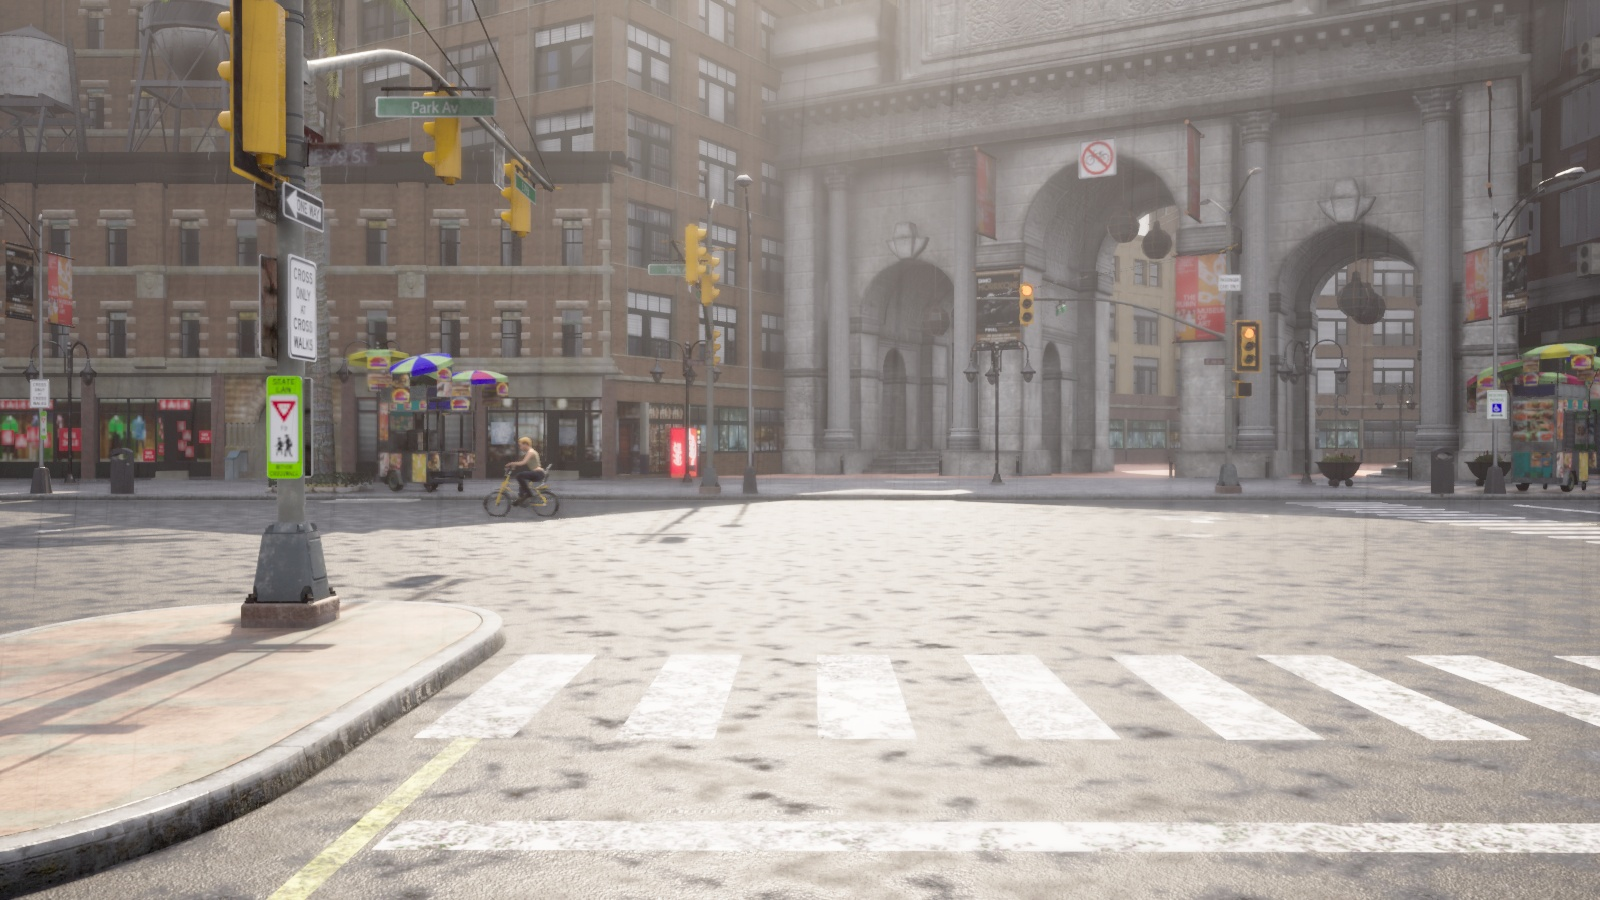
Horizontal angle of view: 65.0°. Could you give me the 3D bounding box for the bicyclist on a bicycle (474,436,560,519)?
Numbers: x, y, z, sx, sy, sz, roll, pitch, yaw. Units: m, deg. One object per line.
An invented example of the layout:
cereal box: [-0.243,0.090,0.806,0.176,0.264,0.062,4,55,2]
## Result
bicyclist on a bicycle: [-5.626,0.537,24.998,1.509,1.612,0.866,0,0,0]
